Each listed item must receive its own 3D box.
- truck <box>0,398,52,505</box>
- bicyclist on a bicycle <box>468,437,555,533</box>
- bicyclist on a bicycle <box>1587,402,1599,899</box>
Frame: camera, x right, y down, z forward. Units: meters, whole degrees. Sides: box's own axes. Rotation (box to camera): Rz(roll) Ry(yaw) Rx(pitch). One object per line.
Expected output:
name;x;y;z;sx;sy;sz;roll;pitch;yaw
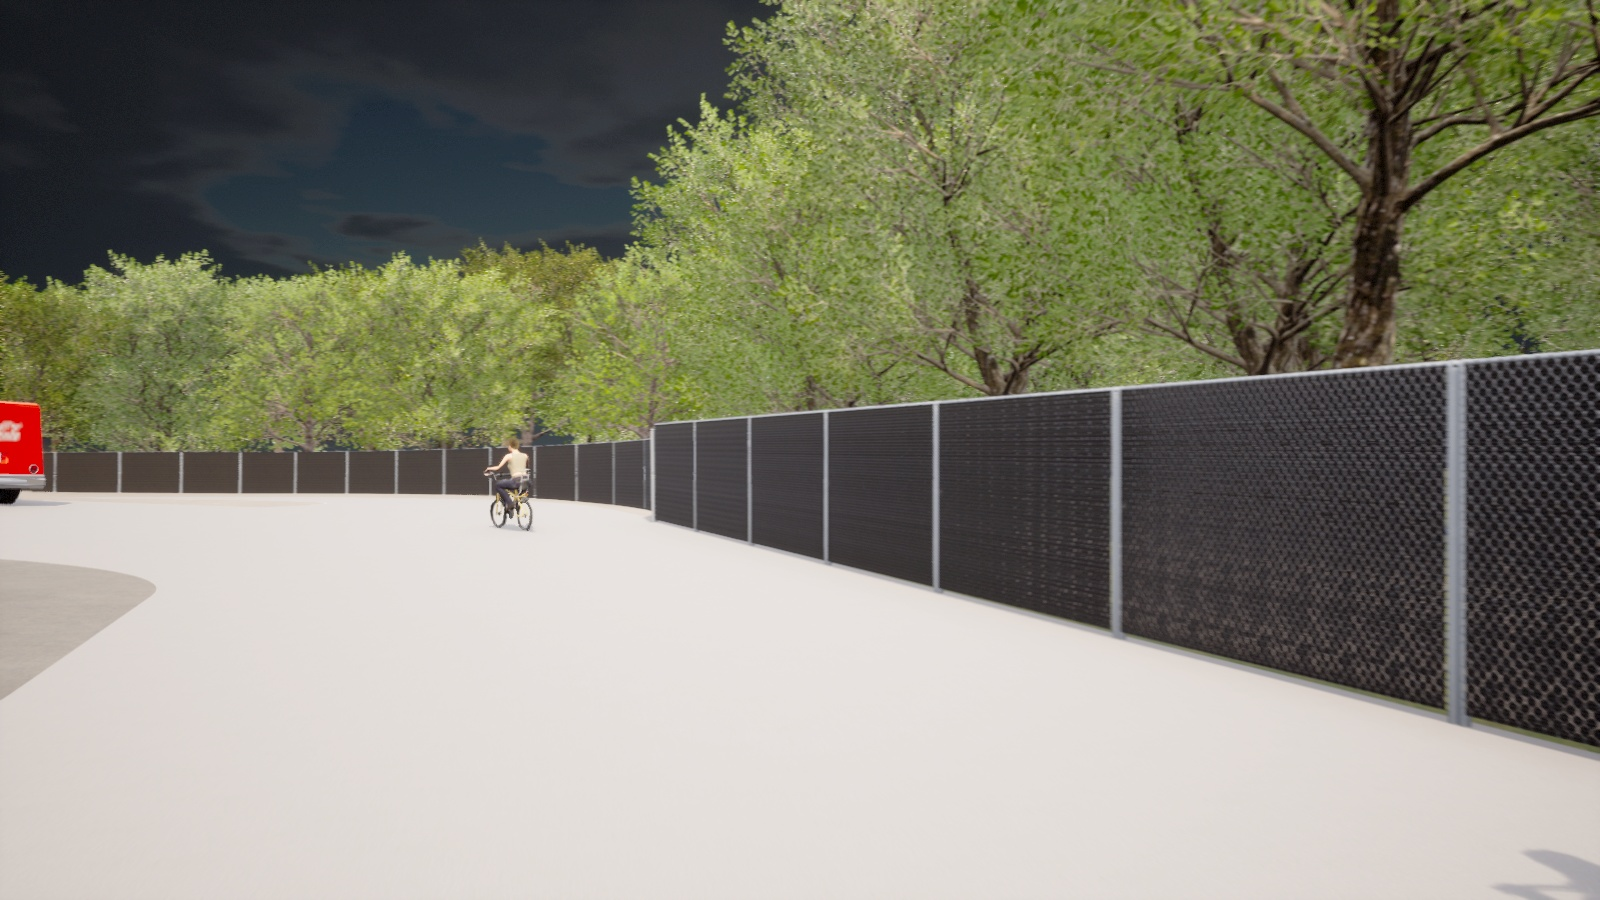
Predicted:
truck;-20.768;0.001;29.867;5.204;2.467;2.627;1;-1;26
bicyclist on a bicycle;-5.055;0.589;21.984;0.866;1.612;1.509;-1;1;-41
bicyclist on a bicycle;2.957;0.665;3.137;0.866;1.612;1.509;0;0;-12
